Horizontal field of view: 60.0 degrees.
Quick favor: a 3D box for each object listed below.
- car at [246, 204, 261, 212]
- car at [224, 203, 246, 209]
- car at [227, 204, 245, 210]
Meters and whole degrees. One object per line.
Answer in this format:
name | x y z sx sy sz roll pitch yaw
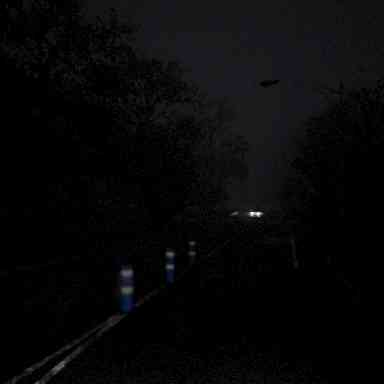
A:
car | 12.274 3.122 64.302 2.128 1.511 4.902 0 -1 15
car | 12.029 4.074 91.250 5.366 1.575 1.946 0 -3 14
car | 12.527 4.218 93.976 4.892 1.521 2.231 0 -3 14
